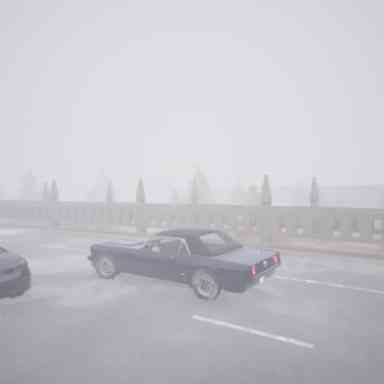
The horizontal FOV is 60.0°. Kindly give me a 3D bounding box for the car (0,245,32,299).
[{"bbox_3d":[-5.402,1.533,7.113,4.181,1.385,1.994,0,0,31],"label":"car"}]

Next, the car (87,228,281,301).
[{"bbox_3d":[-0.390,1.564,8.222,4.718,1.301,1.895,0,0,33],"label":"car"}]
